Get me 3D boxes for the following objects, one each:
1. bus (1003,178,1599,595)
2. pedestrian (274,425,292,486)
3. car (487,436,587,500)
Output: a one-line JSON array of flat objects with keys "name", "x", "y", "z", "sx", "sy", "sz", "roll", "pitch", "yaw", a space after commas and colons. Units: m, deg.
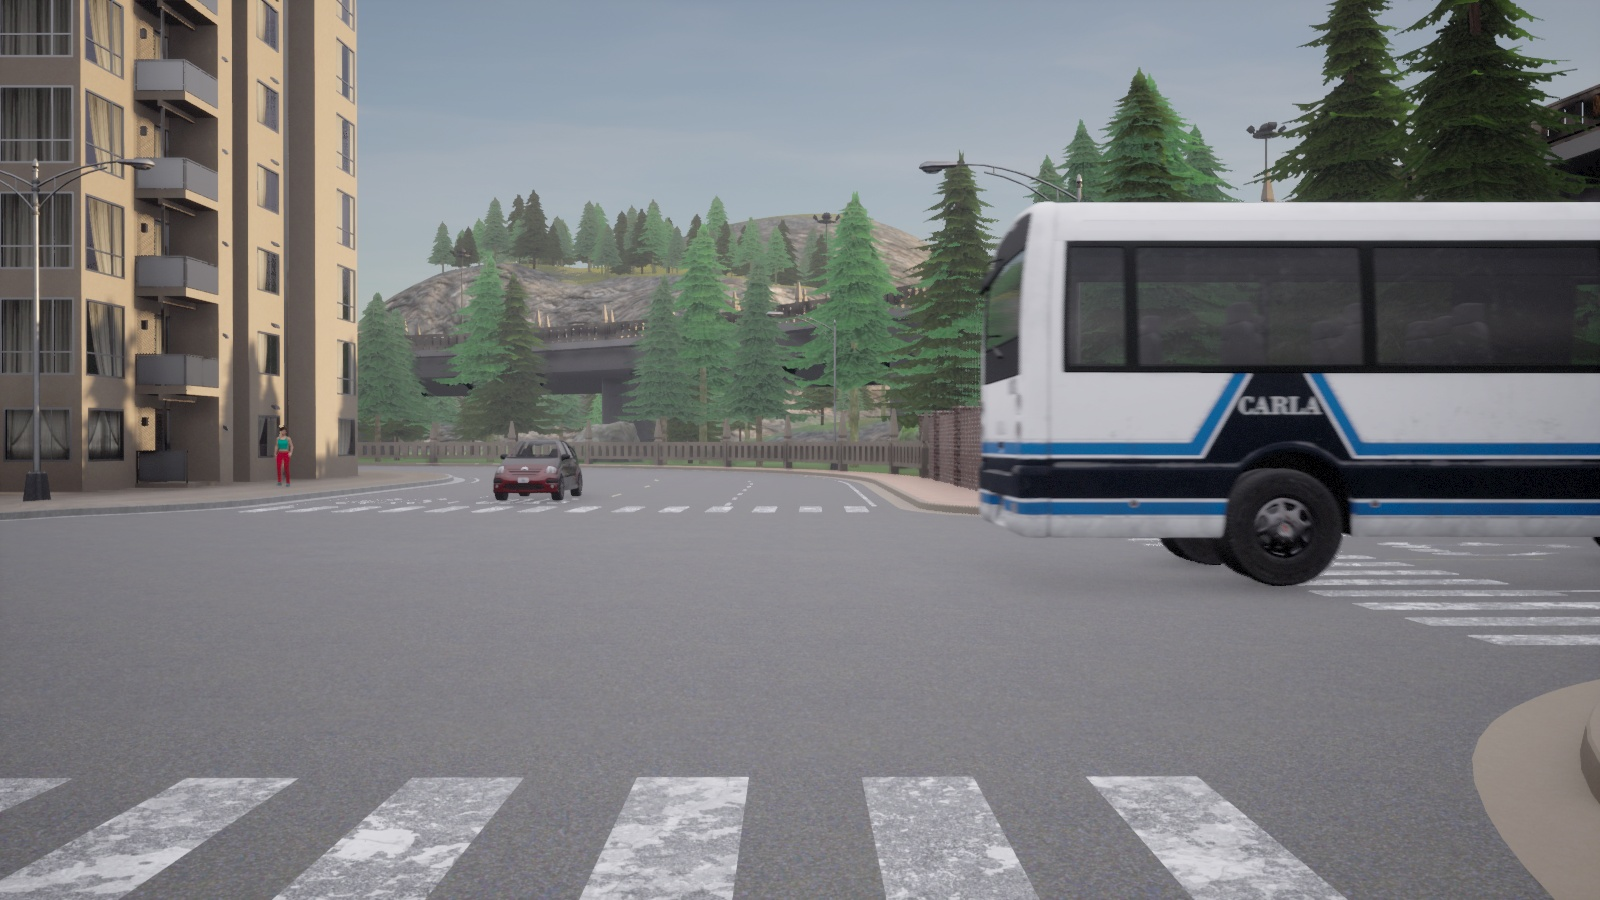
[{"name": "bus", "x": 7.854, "y": -0.654, "z": 14.797, "sx": 10.273, "sy": 4.253, "sz": 3.944, "roll": 0, "pitch": 0, "yaw": 0}, {"name": "pedestrian", "x": -15.788, "y": 0.171, "z": 38.353, "sx": 0.345, "sy": 1.836, "sz": 0.594, "roll": 0, "pitch": 0, "yaw": -3}, {"name": "car", "x": -6.998, "y": 0.447, "z": 33.775, "sx": 1.851, "sy": 1.617, "sz": 3.988, "roll": 0, "pitch": 0, "yaw": 0}]
